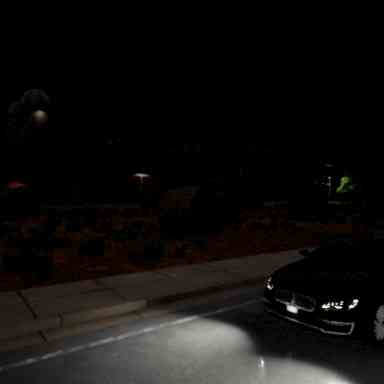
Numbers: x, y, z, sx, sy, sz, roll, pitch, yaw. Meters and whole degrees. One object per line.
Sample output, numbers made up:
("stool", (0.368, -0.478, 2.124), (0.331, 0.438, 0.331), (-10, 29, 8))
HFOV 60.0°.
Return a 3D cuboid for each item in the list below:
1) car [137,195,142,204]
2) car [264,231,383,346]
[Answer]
("car", (-10.792, 1.659, 73.731), (1.905, 1.878, 3.866), (6, 2, 7))
("car", (3.506, 1.587, 6.582), (4.892, 1.490, 1.837), (1, -1, -36))
